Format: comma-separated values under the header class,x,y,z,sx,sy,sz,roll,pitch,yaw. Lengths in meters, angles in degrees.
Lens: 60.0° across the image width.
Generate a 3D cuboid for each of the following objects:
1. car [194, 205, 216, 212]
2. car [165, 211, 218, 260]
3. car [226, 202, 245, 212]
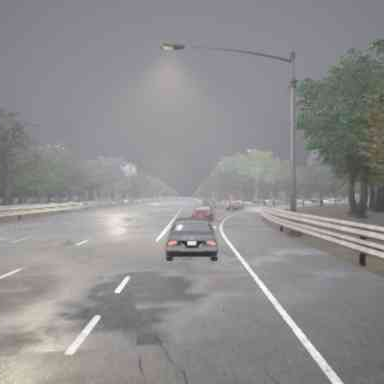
class,x,y,z,sx,sy,sz,roll,pitch,yaw
car,1.106,1.865,29.386,1.812,1.442,4.674,0,-1,8
car,0.002,1.695,12.995,2.033,1.411,5.357,0,-1,0
car,6.475,2.149,48.849,1.895,1.301,4.718,0,-1,23
